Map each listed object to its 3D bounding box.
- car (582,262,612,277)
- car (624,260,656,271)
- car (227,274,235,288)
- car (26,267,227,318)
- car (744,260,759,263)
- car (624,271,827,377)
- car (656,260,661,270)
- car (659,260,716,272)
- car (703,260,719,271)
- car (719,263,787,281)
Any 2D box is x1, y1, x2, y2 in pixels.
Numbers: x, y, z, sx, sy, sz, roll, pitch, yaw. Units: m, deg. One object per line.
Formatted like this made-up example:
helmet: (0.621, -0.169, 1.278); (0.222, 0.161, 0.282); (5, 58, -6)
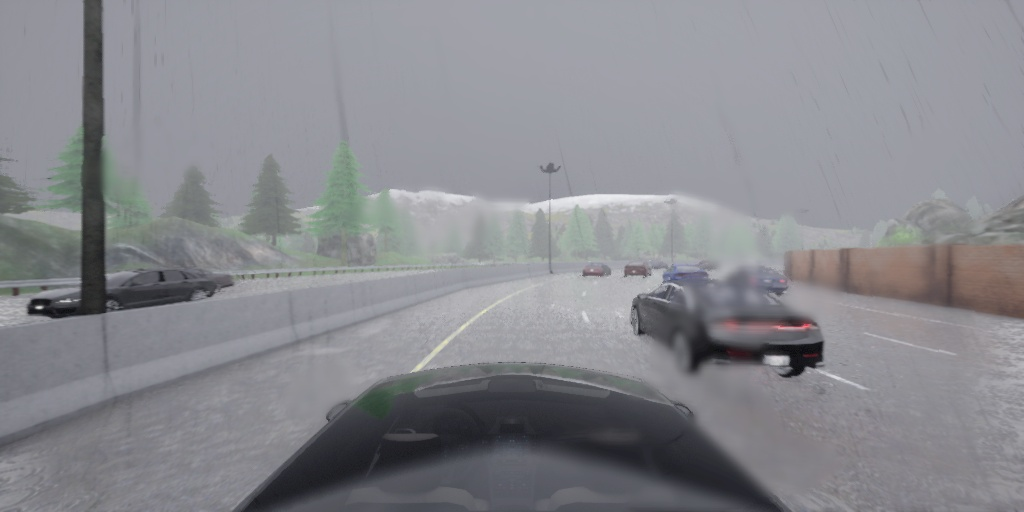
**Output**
car: (8.245, 1.274, 34.601); (1.994, 1.385, 4.181); (0, 0, 28)
car: (11.781, 1.196, 33.313); (1.882, 1.535, 5.008); (-1, 0, 29)
car: (-16.162, 1.245, 16.945); (2.033, 1.411, 5.357); (0, 0, 10)
car: (-13.236, 1.214, 12.663); (1.837, 1.490, 4.892); (0, 0, 7)
car: (31.613, 1.255, 47.091); (4.674, 1.442, 1.812); (0, 0, -41)
car: (3.874, 1.239, 7.412); (2.128, 1.511, 4.902); (0, 0, 4)
car: (20.776, 1.267, 51.391); (4.181, 1.385, 1.994); (0, 0, -44)
car: (10.170, 1.213, 21.182); (1.882, 1.535, 5.008); (0, 0, 15)
car: (25.216, 1.212, 45.846); (2.128, 1.511, 4.902); (0, 0, 42)
car: (13.089, 1.291, 19.445); (2.033, 1.411, 5.357); (0, 0, 20)
